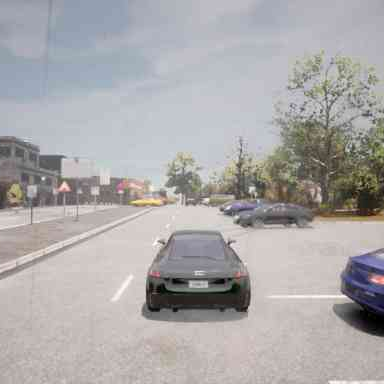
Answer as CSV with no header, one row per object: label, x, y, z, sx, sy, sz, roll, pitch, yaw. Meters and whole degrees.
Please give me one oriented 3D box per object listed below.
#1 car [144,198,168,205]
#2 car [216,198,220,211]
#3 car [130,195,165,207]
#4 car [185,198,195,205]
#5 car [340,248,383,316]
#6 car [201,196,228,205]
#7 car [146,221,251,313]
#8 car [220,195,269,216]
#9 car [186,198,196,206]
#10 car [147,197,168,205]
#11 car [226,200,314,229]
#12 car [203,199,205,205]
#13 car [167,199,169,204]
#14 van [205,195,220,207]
car,-7.507,2.048,69.733,5.008,1.535,2.097,0,-2,-1
car,5.054,1.552,33.337,4.674,1.452,2.002,0,0,0
car,-7.549,1.678,54.674,5.366,1.575,1.946,0,-1,0
car,-0.367,2.203,74.544,1.882,1.535,5.008,0,-2,2
car,5.084,1.525,5.831,4.674,1.452,2.002,0,0,0
car,4.716,1.831,70.765,5.566,2.045,2.435,0,-2,-1
car,0.109,1.571,7.779,1.994,1.385,4.181,0,0,0
car,5.126,1.382,30.167,4.553,1.767,2.185,0,0,0
car,-0.175,1.947,64.672,1.812,1.442,4.674,0,-2,-1
car,-7.520,2.017,72.771,4.553,1.767,2.185,0,-2,-1
car,4.895,1.419,20.011,4.902,1.511,2.128,0,-3,-15
car,5.071,1.722,56.926,5.366,1.575,1.946,0,-1,0
car,-7.445,1.707,66.824,5.566,2.045,2.435,0,-2,-1
van,4.792,1.448,54.133,4.442,1.987,1.878,0,-1,0
